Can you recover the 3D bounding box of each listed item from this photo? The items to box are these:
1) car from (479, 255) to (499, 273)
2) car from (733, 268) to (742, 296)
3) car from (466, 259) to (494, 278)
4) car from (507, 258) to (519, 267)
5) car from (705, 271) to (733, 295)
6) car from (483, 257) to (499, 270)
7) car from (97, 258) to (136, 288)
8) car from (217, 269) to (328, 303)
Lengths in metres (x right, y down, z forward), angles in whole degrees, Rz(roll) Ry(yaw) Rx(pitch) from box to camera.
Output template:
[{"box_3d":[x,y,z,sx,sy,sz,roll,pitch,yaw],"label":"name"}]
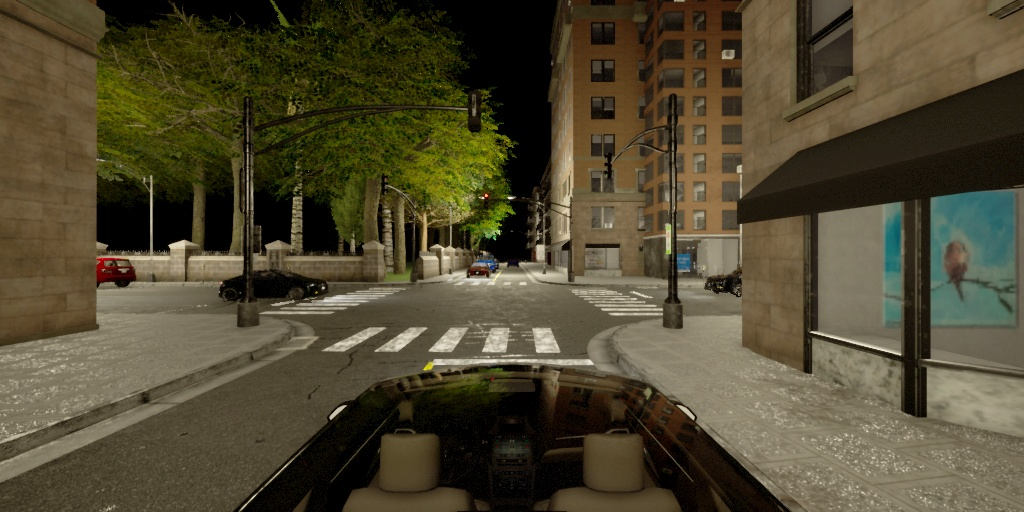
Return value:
[{"box_3d":[-3.039,0.933,42.910,2.150,2.045,5.566,0,0,0],"label":"car"},{"box_3d":[12.578,1.117,15.477,4.553,1.767,2.097,0,0,1],"label":"car"},{"box_3d":[-3.051,1.293,33.602,1.994,1.385,4.181,0,0,0],"label":"car"},{"box_3d":[0.189,1.149,63.226,1.882,1.535,5.008,0,0,0],"label":"car"},{"box_3d":[12.691,1.271,18.674,4.892,1.490,1.837,0,0,1],"label":"car"},{"box_3d":[-3.015,1.044,52.971,2.097,1.767,4.553,0,0,0],"label":"car"},{"box_3d":[-25.921,1.035,21.775,5.009,1.841,2.192,0,0,1],"label":"car"},{"box_3d":[-10.746,1.303,16.352,4.181,1.385,1.994,0,0,-9],"label":"car"}]
